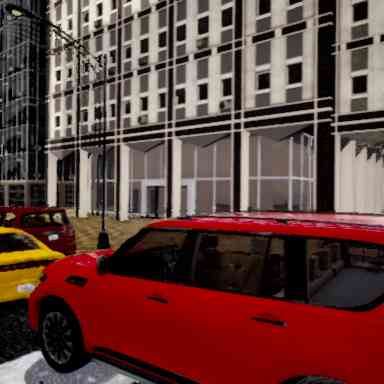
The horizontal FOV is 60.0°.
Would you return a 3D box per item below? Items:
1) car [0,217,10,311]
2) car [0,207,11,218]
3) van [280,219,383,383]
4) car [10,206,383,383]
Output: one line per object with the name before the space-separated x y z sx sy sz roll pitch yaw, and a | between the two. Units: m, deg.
car | -4.709 1.522 7.433 5.008 1.535 1.882 -1 -1 42
car | -5.852 1.373 10.824 5.009 1.841 2.192 0 0 36
van | 3.341 1.380 4.138 3.998 1.788 1.690 0 0 36
car | 0.340 1.253 4.026 5.566 2.045 2.150 0 0 35
